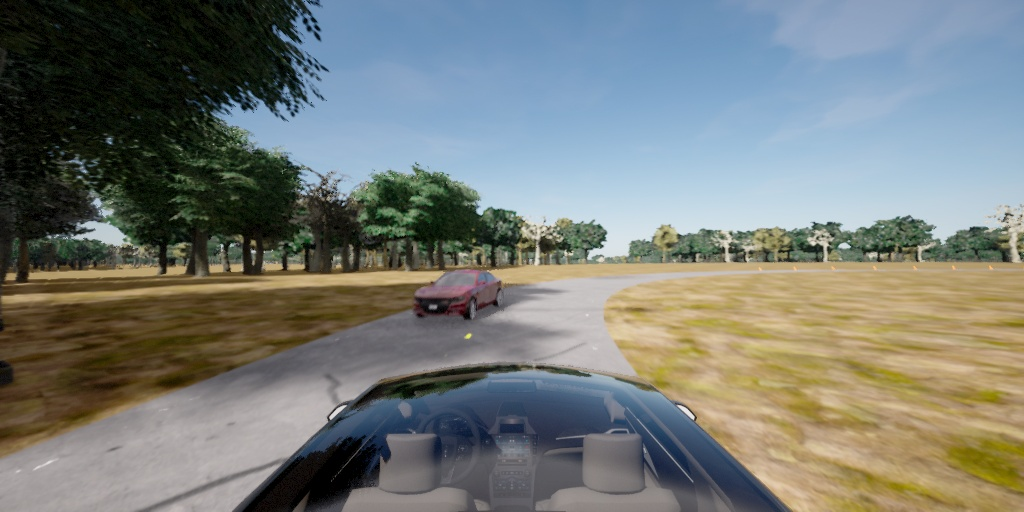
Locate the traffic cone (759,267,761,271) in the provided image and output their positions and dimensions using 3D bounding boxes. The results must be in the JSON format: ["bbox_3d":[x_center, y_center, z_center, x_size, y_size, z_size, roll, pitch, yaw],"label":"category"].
[{"bbox_3d":[33.576,1.717,48.552,0.340,0.580,0.340,0,0,-11],"label":"traffic cone"}]

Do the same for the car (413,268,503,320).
[{"bbox_3d":[-1.731,1.240,12.995,1.882,1.535,5.008,0,0,14],"label":"car"}]

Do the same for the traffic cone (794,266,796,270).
[{"bbox_3d":[38.836,1.686,49.251,0.340,0.580,0.340,0,0,-4],"label":"traffic cone"}]
